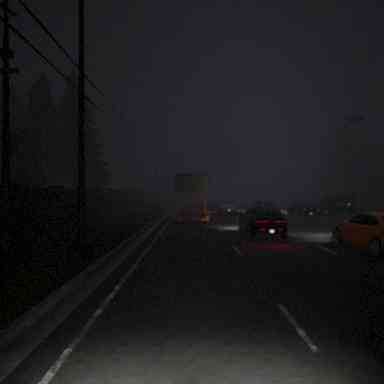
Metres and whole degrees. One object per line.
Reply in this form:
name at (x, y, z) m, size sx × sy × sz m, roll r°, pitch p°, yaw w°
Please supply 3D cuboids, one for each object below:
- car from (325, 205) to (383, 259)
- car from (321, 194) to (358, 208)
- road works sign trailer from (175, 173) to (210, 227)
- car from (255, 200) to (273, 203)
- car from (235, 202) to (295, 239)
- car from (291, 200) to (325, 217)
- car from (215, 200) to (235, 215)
car at (7.103, 1.482, 12.602) m, size 1.882 × 1.535 × 5.008 m, roll 0°, pitch 0°, yaw 0°
car at (14.106, 1.232, 32.549) m, size 2.150 × 2.045 × 5.566 m, roll 0°, pitch 0°, yaw 0°
road works sign trailer at (0.005, 0.472, 22.916) m, size 2.380 × 3.560 × 2.880 m, roll 0°, pitch 0°, yaw 0°
car at (7.107, 1.503, 33.338) m, size 2.128 × 1.511 × 4.902 m, roll 0°, pitch 0°, yaw 0°
car at (3.605, 1.511, 17.393) m, size 1.837 × 1.490 × 4.892 m, roll 0°, pitch 0°, yaw 0°
car at (10.606, 1.611, 31.815) m, size 1.895 × 1.301 × 4.718 m, roll 0°, pitch 0°, yaw 0°
car at (3.593, 1.537, 34.402) m, size 1.812 × 1.442 × 4.674 m, roll 0°, pitch 0°, yaw 0°
